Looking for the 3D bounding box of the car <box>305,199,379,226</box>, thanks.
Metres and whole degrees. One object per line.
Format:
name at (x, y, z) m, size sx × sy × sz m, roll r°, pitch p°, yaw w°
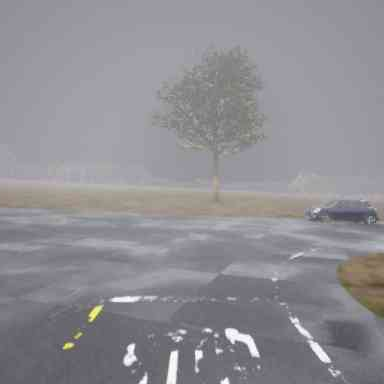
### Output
car at (10.390, 1.282, 23.289) m, size 4.553 × 1.767 × 2.097 m, roll 2°, pitch 1°, yaw 1°
